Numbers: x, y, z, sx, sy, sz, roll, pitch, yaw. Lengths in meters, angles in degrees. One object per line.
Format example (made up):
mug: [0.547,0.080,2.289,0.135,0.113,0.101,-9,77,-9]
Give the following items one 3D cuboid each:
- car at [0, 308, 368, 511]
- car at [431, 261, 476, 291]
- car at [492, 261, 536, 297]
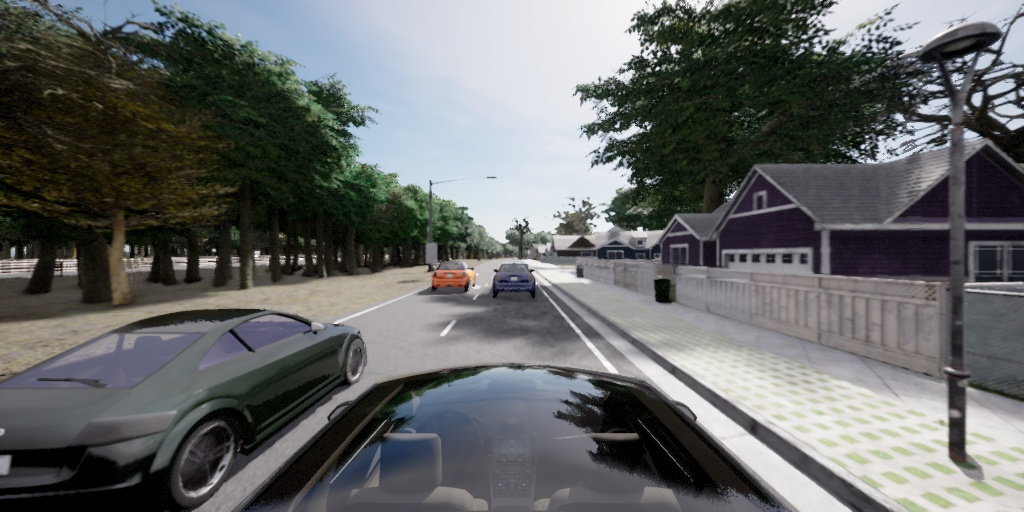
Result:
car: [-3.399,1.312,4.315,1.994,1.385,4.181,0,0,0]
car: [-3.397,1.082,21.600,2.097,1.767,4.553,0,0,0]
car: [0.101,1.084,18.851,2.097,1.767,4.553,0,0,0]
